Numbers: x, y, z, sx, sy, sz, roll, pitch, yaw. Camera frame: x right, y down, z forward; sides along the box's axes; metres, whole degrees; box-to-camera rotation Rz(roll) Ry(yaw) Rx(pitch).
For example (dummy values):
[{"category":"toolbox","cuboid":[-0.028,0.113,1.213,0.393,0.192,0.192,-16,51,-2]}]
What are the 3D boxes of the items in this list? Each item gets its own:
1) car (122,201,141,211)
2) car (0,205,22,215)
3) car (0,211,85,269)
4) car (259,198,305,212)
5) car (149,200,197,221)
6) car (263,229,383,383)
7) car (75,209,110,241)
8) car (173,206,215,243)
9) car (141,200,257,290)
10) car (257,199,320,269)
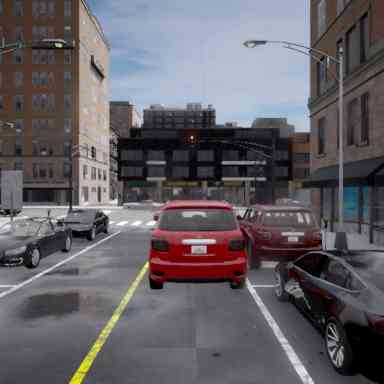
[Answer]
[{"category":"car","cuboid":[-5.701,1.579,38.967,4.718,1.301,1.895,0,0,0]},{"category":"car","cuboid":[-17.512,1.523,28.959,4.718,1.301,1.895,0,0,0]},{"category":"car","cuboid":[-5.388,1.550,11.055,2.008,1.369,4.403,0,0,0]},{"category":"car","cuboid":[10.504,1.550,39.037,4.902,1.511,2.128,0,0,0]},{"category":"car","cuboid":[-1.489,1.504,28.373,1.837,1.490,4.892,-2,-1,27]},{"category":"car","cuboid":[2.636,1.566,5.392,1.947,1.339,4.313,0,0,0]},{"category":"car","cuboid":[-5.387,1.565,16.717,1.947,1.339,4.313,0,0,0]},{"category":"car","cuboid":[0.092,1.525,16.972,1.812,1.442,4.674,0,0,0]},{"category":"car","cuboid":[0.080,1.221,9.213,2.150,2.045,5.566,0,0,-1]},{"category":"car","cuboid":[2.637,1.314,11.054,2.192,1.841,5.009,0,0,0]}]
